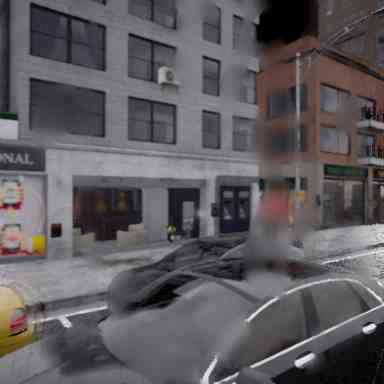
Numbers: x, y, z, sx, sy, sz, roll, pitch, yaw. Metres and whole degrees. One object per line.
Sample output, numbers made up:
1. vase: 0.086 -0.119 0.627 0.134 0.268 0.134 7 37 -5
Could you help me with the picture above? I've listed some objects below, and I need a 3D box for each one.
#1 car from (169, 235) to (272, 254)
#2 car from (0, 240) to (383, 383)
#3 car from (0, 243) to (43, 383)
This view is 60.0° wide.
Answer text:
1. car: 0.555 1.584 6.582 4.313 1.339 1.947 0 0 -35
2. car: 0.423 1.514 3.323 4.892 1.490 1.837 0 0 -35
3. car: -4.209 1.518 3.185 4.829 1.417 1.752 0 0 -35
